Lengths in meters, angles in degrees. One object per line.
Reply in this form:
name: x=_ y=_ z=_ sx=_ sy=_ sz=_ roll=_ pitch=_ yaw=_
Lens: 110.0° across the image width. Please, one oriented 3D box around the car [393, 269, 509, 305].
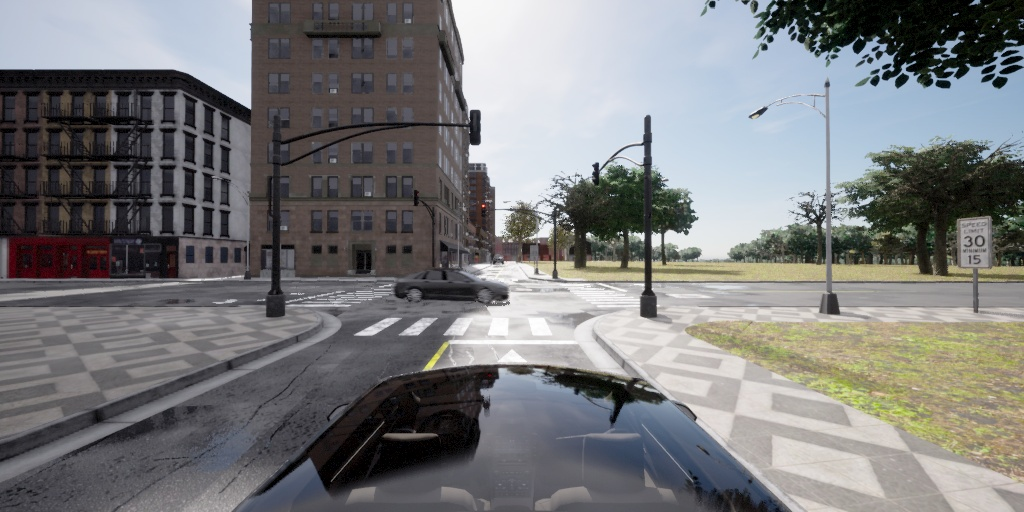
car: x=-2.560 y=1.310 z=15.461 sx=4.892 sy=1.490 sz=1.837 roll=1 pitch=-1 yaw=0
